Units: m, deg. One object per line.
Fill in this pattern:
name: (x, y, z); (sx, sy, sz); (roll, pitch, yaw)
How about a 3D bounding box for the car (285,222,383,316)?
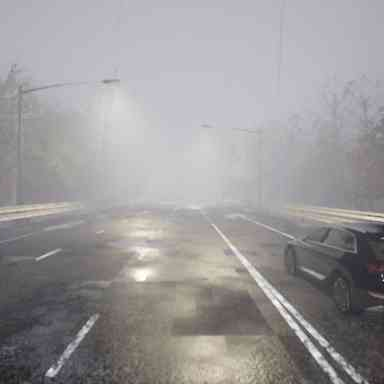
car: (3.677, 1.478, 7.615); (2.033, 1.649, 4.856); (0, 0, -2)
